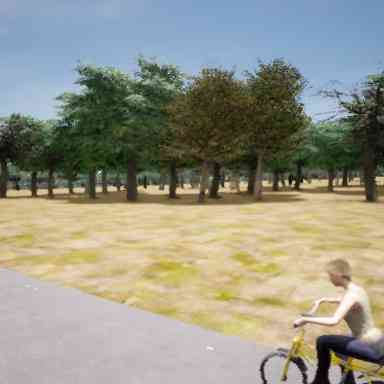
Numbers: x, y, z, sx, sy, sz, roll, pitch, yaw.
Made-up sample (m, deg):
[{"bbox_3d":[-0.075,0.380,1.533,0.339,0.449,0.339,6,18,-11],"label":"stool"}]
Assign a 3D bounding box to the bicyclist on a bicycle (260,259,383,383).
[{"bbox_3d":[1.373,1.462,3.309,1.509,1.612,0.866,0,0,36],"label":"bicyclist on a bicycle"}]
